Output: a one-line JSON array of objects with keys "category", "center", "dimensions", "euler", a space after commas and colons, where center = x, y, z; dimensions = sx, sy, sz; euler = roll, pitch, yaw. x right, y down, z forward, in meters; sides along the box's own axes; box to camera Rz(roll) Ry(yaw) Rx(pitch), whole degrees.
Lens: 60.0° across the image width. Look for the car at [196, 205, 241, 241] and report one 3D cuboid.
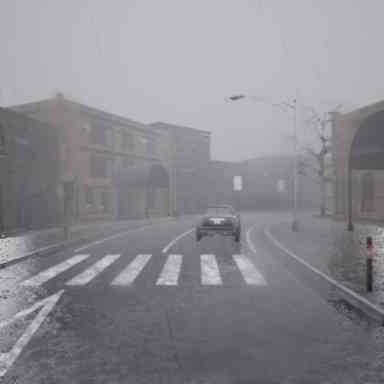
[{"category": "car", "center": [1.478, 1.451, 17.506], "dimensions": [2.097, 1.767, 4.553], "euler": [0, -1, 8]}]
